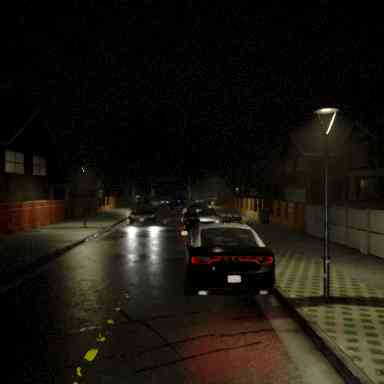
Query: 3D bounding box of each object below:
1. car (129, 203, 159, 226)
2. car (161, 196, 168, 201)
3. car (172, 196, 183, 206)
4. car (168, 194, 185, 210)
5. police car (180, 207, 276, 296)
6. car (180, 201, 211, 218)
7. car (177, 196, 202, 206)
[{"bbox_3d":[-3.397,1.554,24.059,1.812,1.442,4.674,0,0,-3],"label":"car"},{"bbox_3d":[-7.074,1.723,87.069,2.033,1.411,5.357,0,0,-3],"label":"car"},{"bbox_3d":[-2.669,1.599,60.082,1.882,1.535,5.008,0,0,-3],"label":"car"},{"bbox_3d":[-1.832,1.308,45.785,2.150,2.045,5.566,0,0,-3],"label":"car"},{"bbox_3d":[0.745,1.427,8.816,1.930,1.638,5.238,0,0,-1],"label":"police car"},{"bbox_3d":[0.454,1.492,18.750,1.882,1.535,5.008,0,0,-2],"label":"car"},{"bbox_3d":[0.177,1.378,24.744,2.097,1.767,4.553,0,0,-3],"label":"car"}]
